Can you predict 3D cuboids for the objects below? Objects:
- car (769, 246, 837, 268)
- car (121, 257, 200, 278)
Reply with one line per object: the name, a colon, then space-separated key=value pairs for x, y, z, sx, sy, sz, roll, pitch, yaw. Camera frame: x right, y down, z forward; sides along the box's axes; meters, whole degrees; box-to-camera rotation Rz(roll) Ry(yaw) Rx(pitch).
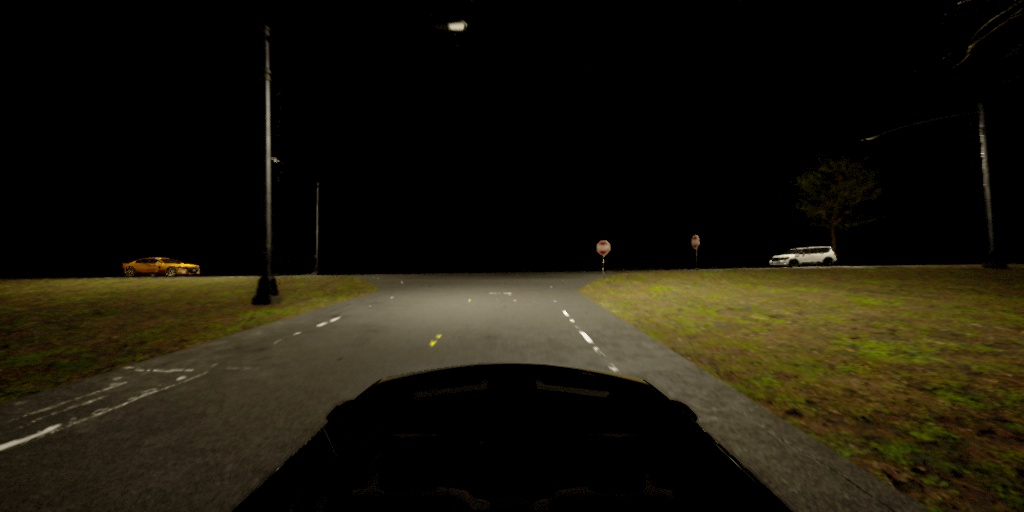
car: x=28.141 y=0.176 z=34.723 sx=5.566 sy=2.045 sz=2.150 roll=-3 pitch=-2 yaw=-1
car: x=-26.684 y=0.852 z=27.338 sx=5.008 sy=1.535 sz=1.882 roll=-1 pitch=-2 yaw=1
